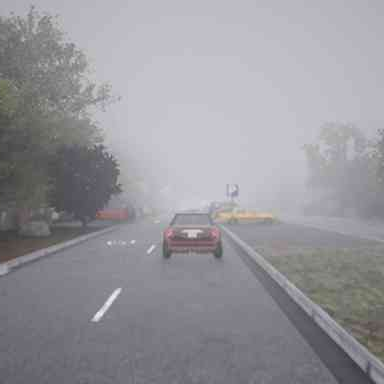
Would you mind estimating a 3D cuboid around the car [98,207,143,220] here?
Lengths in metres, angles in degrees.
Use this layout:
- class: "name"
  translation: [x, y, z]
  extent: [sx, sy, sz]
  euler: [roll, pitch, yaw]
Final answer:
- class: "car"
  translation: [-8.504, 2.515, 39.852]
  extent: [4.892, 1.521, 2.231]
  euler: [0, -3, 0]

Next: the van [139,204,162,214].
- class: "van"
  translation: [-8.373, 3.540, 67.387]
  extent: [4.442, 1.987, 1.878]
  euler: [0, -3, 0]

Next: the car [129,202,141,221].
- class: "car"
  translation: [-8.542, 2.022, 34.332]
  extent: [5.566, 2.045, 2.435]
  euler: [0, -2, 0]

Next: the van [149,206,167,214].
- class: "van"
  translation: [-8.594, 4.553, 83.985]
  extent: [4.442, 1.987, 1.878]
  euler: [0, -3, 0]

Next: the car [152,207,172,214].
- class: "car"
  translation: [-8.441, 5.210, 95.172]
  extent: [5.566, 2.045, 2.435]
  euler: [0, -3, 0]

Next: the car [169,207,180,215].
- class: "car"
  translation: [-3.463, 3.720, 66.011]
  extent: [1.837, 1.490, 4.892]
  euler: [0, -3, 0]

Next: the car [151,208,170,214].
- class: "car"
  translation: [-8.468, 5.123, 89.626]
  extent: [5.008, 1.535, 2.097]
  euler: [0, -3, 0]

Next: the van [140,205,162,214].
- class: "van"
  translation: [-8.604, 3.716, 70.284]
  extent: [4.442, 1.987, 1.878]
  euler: [0, -4, 0]

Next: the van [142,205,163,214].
- class: "van"
  translation: [-8.603, 3.878, 72.925]
  extent: [4.442, 1.987, 1.878]
  euler: [0, -3, 0]

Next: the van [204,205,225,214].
- class: "van"
  translation: [4.709, 3.707, 70.131]
  extent: [4.442, 1.987, 1.878]
  euler: [0, -3, 0]

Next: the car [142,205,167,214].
- class: "car"
  translation: [-8.456, 4.021, 75.691]
  extent: [5.566, 2.045, 2.435]
  euler: [0, -3, 0]

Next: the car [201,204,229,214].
- class: "car"
  translation: [4.561, 3.513, 67.361]
  extent: [5.566, 2.045, 2.435]
  euler: [0, -3, 0]

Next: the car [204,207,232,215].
- class: "car"
  translation: [4.581, 3.416, 59.045]
  extent: [4.674, 1.452, 2.002]
  euler: [0, -3, 0]

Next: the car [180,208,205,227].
- class: "car"
  translation: [0.044, 2.139, 28.512]
  extent: [1.994, 1.385, 4.181]
  euler: [0, -2, 1]

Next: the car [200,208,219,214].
- class: "car"
  translation: [4.600, 5.118, 89.514]
  extent: [4.892, 1.521, 2.231]
  euler: [0, -3, 0]

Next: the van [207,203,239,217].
- class: "van"
  translation: [4.459, 2.652, 47.963]
  extent: [4.442, 1.987, 1.878]
  euler: [0, -3, 0]

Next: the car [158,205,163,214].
- class: "car"
  translation: [-8.311, 3.381, 59.226]
  extent: [5.366, 1.575, 1.946]
  euler: [0, -3, 0]

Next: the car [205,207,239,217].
- class: "car"
  translation: [4.572, 3.002, 50.726]
  extent: [5.008, 1.535, 2.097]
  euler: [0, -3, 0]

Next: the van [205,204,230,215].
- class: "van"
  translation: [4.702, 3.275, 61.830]
  extent: [4.442, 1.987, 1.878]
  euler: [0, -3, 0]

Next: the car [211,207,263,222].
- class: "car"
  translation: [4.559, 2.265, 34.089]
  extent: [5.008, 1.535, 2.097]
  euler: [0, -2, 0]

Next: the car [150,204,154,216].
- class: "car"
  translation: [-8.499, 2.881, 48.029]
  extent: [5.008, 1.535, 2.097]
  euler: [0, -3, 0]

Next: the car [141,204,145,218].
- class: "car"
  translation: [-8.327, 2.388, 37.087]
  extent: [5.366, 1.575, 1.946]
  euler: [0, -2, 0]

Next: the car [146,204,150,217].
- class: "car"
  translation: [-8.475, 2.637, 45.392]
  extent: [4.553, 1.767, 2.185]
  euler: [0, -3, 0]

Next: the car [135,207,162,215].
- class: "car"
  translation: [-8.497, 3.632, 64.758]
  extent: [5.008, 1.535, 2.097]
  euler: [0, -3, 0]

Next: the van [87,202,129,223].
- class: "van"
  translation: [-8.634, 1.934, 31.441]
  extent: [4.442, 1.987, 1.878]
  euler: [0, -2, 0]

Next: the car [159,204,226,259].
- class: "car"
  translation: [0.033, 1.524, 13.438]
  extent: [2.097, 1.767, 4.553]
  euler: [0, -1, 1]

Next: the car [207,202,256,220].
- class: "car"
  translation: [4.598, 2.253, 39.644]
  extent: [5.566, 2.045, 2.435]
  euler: [0, -3, 0]

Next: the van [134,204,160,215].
- class: "van"
  translation: [-8.377, 3.282, 62.001]
  extent: [4.442, 1.987, 1.878]
  euler: [0, -3, 0]

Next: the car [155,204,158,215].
- class: "car"
  translation: [-8.494, 3.136, 53.690]
  extent: [4.892, 1.521, 2.231]
  euler: [0, -3, 0]

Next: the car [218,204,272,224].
- class: "car"
  translation: [4.558, 2.157, 31.319]
  extent: [4.892, 1.521, 2.231]
  euler: [0, -2, 0]

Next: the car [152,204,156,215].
- class: "car"
  translation: [-8.497, 3.011, 50.922]
  extent: [5.008, 1.535, 2.097]
  euler: [0, -3, 0]

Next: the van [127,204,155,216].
- class: "van"
  translation: [-8.615, 3.034, 56.467]
  extent: [4.442, 1.987, 1.878]
  euler: [0, -3, 0]

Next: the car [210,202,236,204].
- class: "car"
  translation: [4.536, 2.257, 36.869]
  extent: [4.553, 1.767, 2.185]
  euler: [0, -3, 0]

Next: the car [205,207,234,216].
- class: "car"
  translation: [4.612, 3.281, 56.270]
  extent: [4.792, 1.488, 2.163]
  euler: [0, -3, 0]
